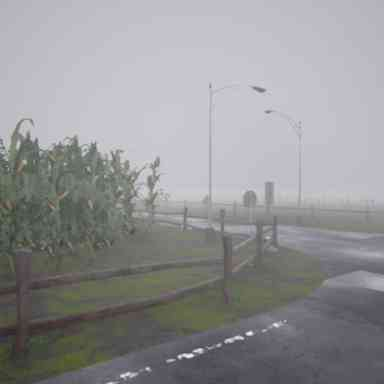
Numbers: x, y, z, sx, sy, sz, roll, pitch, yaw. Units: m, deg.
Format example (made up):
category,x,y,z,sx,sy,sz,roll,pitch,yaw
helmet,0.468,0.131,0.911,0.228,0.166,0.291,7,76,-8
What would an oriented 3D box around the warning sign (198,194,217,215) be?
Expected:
category,x,y,z,sx,sy,sz,roll,pitch,yaw
warning sign,1.408,1.108,30.247,1.300,1.860,1.060,0,0,-36
